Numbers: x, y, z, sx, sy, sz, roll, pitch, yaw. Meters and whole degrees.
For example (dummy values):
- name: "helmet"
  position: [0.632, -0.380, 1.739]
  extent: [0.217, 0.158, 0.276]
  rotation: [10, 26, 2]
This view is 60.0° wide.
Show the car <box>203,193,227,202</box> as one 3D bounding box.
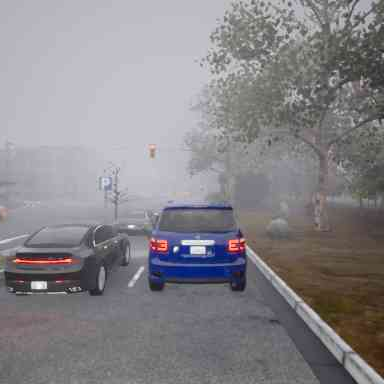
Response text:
- name: "car"
  position: [4.774, 1.147, 68.473]
  extent: [4.553, 1.767, 2.185]
  rotation: [1, 0, -14]

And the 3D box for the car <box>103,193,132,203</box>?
- name: "car"
  position: [-14.345, 1.363, 62.938]
  extent: [4.792, 1.488, 2.163]
  rotation: [-1, 0, -15]

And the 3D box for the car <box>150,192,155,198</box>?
- name: "car"
  position: [-12.141, 1.365, 80.887]
  extent: [4.674, 1.452, 2.002]
  rotation: [-1, 0, -13]

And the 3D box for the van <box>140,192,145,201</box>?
- name: "van"
  position: [-13.128, 1.099, 71.921]
  extent: [4.442, 1.987, 1.878]
  rotation: [-1, 0, -14]

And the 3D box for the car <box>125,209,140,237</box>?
- name: "car"
  position: [-2.816, 1.590, 17.587]
  extent: [1.994, 1.385, 4.181]
  rotation: [0, 0, 1]

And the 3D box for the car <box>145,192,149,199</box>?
- name: "car"
  position: [-12.895, 1.327, 74.891]
  extent: [4.892, 1.521, 2.231]
  rotation: [-1, 0, -13]

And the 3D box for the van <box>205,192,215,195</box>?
- name: "van"
  position: [4.386, 1.048, 65.504]
  extent: [4.442, 1.987, 1.878]
  rotation: [1, 0, -14]

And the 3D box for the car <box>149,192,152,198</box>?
- name: "car"
  position: [-12.518, 1.366, 77.886]
  extent: [4.674, 1.452, 2.002]
  rotation: [-1, 0, -13]

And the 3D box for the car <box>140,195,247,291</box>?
- name: "car"
  position: [0.126, 1.233, 9.186]
  extent: [2.150, 2.045, 5.566]
  rotation: [0, 0, 0]

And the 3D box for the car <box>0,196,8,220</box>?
- name: "car"
  position: [-16.588, 1.406, 25.136]
  extent: [4.553, 1.767, 2.185]
  rotation: [-1, 0, -19]

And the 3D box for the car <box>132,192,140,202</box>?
- name: "car"
  position: [-13.696, 1.321, 65.930]
  extent: [5.366, 1.575, 1.946]
  rotation: [-1, 0, -15]

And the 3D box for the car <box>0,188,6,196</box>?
- name: "car"
  position: [-31.080, 0.141, 53.833]
  extent: [2.002, 1.452, 4.674]
  rotation: [6, -3, -19]

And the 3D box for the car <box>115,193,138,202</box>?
- name: "car"
  position: [-13.598, 1.201, 68.881]
  extent: [4.553, 1.767, 2.185]
  rotation: [-1, 0, -14]

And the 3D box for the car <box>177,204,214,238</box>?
- name: "car"
  position: [0.202, 1.533, 19.045]
  extent: [1.837, 1.490, 4.892]
  rotation: [0, 0, 0]

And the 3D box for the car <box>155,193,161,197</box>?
- name: "car"
  position: [-11.316, 1.364, 86.868]
  extent: [4.674, 1.452, 2.002]
  rotation: [-1, 0, -12]

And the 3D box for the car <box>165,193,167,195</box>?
- name: "car"
  position: [-10.435, 1.323, 92.852]
  extent: [5.008, 1.535, 2.097]
  rotation: [-1, 0, -11]

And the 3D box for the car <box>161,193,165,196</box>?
- name: "car"
  position: [-10.861, 1.072, 89.873]
  extent: [5.566, 2.045, 2.435]
  rotation: [-1, 0, -12]

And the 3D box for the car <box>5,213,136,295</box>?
- name: "car"
  position: [-2.877, 1.516, 8.701]
  extent: [1.837, 1.490, 4.892]
  rotation: [0, 0, 0]
